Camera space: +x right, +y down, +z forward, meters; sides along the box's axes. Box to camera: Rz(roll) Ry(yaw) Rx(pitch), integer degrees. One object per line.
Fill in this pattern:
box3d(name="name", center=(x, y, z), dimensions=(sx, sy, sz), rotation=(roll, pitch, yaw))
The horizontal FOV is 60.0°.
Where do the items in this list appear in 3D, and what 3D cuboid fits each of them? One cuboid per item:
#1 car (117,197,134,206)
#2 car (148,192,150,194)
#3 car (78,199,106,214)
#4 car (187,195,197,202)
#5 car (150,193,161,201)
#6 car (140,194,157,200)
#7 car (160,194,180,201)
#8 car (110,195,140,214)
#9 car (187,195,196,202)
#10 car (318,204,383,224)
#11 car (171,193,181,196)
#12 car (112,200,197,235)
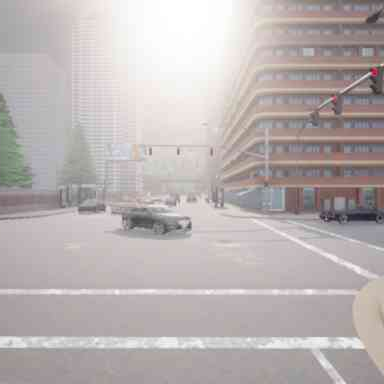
box3d(name="car", center=(-10.641, 1.495, 53.750), dimensions=(1.812, 1.442, 4.674), rotation=(0, 0, 0))
box3d(name="car", center=(-10.570, 1.312, 69.152), dimensions=(2.097, 1.767, 4.553), rotation=(0, 0, 0))
box3d(name="car", center=(-10.634, 1.457, 35.641), dimensions=(1.882, 1.535, 5.008), rotation=(0, 0, 0))
box3d(name="car", center=(-0.070, 1.311, 69.826), dimensions=(2.097, 1.767, 4.553), rotation=(0, 0, 0))
box3d(name="car", center=(-7.071, 1.438, 68.951), dimensions=(1.882, 1.535, 5.008), rotation=(0, 0, 0))
box3d(name="car", center=(-7.144, 1.495, 52.422), dimensions=(1.812, 1.442, 4.674), rotation=(0, 0, 0))
box3d(name="car", center=(-3.454, 1.516, 53.628), dimensions=(2.033, 1.411, 5.357), rotation=(0, 0, 0))
box3d(name="car", center=(-7.110, 1.332, 34.959), dimensions=(2.097, 1.767, 4.553), rotation=(0, 0, 0))
box3d(name="car", center=(-0.079, 1.490, 78.296), dimensions=(1.994, 1.385, 4.181), rotation=(0, 0, 0))
box3d(name="car", center=(11.399, 1.532, 23.336), dimensions=(4.718, 1.301, 1.895), rotation=(0, 0, -12))
box3d(name="car", center=(-3.570, 1.182, 69.041), dimensions=(2.150, 2.045, 5.566), rotation=(0, 0, 0))
box3d(name="car", center=(-2.099, 1.460, 18.639), dimensions=(2.128, 1.511, 4.902), rotation=(-1, 1, -45))
